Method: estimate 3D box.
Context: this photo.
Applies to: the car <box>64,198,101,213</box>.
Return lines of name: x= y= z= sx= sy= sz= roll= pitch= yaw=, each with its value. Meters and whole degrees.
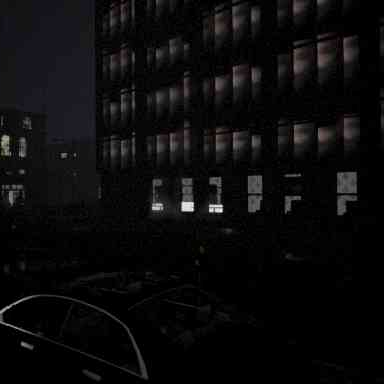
car: x=-12.191 y=1.683 z=37.295 sx=1.802 sy=1.307 sz=4.206 roll=-1 pitch=-1 yaw=36

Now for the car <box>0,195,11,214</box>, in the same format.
car: x=-21.699 y=1.315 z=34.205 sx=2.150 sy=2.045 sz=5.566 roll=0 pitch=-1 yaw=36

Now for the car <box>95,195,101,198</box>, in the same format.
car: x=-12.377 y=1.383 z=46.854 sx=2.150 sy=2.045 sz=5.566 roll=0 pitch=1 yaw=36

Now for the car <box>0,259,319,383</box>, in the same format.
car: x=-0.982 y=1.551 z=3.579 sx=4.403 sy=1.369 sz=2.008 roll=0 pitch=0 yaw=35
